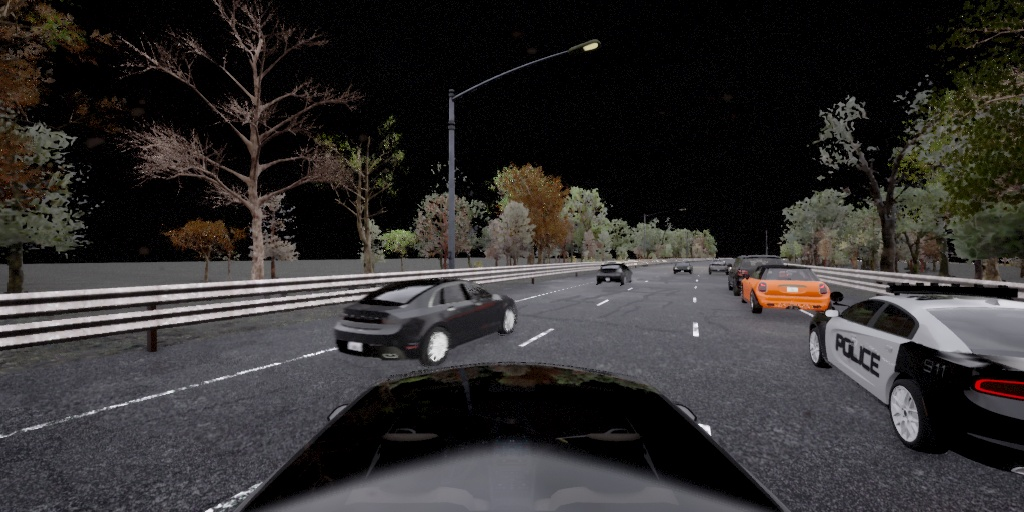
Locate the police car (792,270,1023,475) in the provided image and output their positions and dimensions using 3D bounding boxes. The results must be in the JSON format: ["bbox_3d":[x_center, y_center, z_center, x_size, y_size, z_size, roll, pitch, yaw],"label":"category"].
[{"bbox_3d":[5.627,1.175,4.727,1.930,1.638,5.238,0,0,26],"label":"police car"}]

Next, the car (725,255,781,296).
[{"bbox_3d":[12.723,0.978,18.754,2.150,2.045,5.566,0,0,27],"label":"car"}]

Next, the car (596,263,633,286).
[{"bbox_3d":[7.417,1.261,25.723,1.837,1.490,4.892,0,0,28],"label":"car"}]

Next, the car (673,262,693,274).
[{"bbox_3d":[19.490,1.369,40.725,1.895,1.301,4.718,0,0,29],"label":"car"}]

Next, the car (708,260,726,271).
[{"bbox_3d":[29.119,1.333,50.884,2.033,1.411,5.357,0,0,30],"label":"car"}]

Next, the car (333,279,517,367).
[{"bbox_3d":[-1.538,1.254,8.133,1.837,1.490,4.892,0,0,26],"label":"car"}]

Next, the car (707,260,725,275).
[{"bbox_3d":[22.610,1.261,39.273,2.128,1.511,4.902,0,0,30],"label":"car"}]

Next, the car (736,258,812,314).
[{"bbox_3d":[9.987,1.102,13.431,2.097,1.767,4.553,0,0,27],"label":"car"}]
